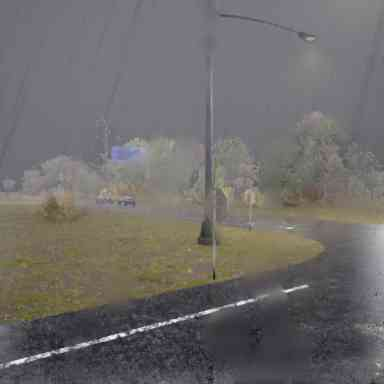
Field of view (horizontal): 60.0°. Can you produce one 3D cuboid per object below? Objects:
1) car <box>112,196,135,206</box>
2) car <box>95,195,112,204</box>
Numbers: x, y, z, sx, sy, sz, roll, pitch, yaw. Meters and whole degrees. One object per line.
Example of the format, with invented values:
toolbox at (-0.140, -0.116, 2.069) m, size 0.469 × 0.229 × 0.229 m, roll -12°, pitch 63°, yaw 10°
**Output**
car at (-10.519, 1.417, 52.423) m, size 1.837 × 1.490 × 4.892 m, roll 0°, pitch 0°, yaw -33°
car at (-16.190, 1.245, 60.912) m, size 2.097 × 1.767 × 4.553 m, roll 0°, pitch 0°, yaw -34°
